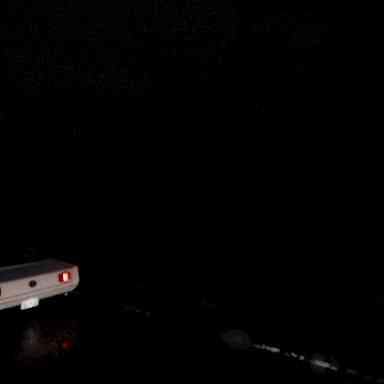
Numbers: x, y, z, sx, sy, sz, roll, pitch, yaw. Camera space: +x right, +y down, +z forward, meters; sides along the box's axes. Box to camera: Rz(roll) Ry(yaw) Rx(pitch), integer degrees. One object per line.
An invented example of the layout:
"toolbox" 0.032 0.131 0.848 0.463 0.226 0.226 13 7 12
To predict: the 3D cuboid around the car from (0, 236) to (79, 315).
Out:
"car" -4.544 1.592 6.919 4.718 1.301 1.895 0 0 36
